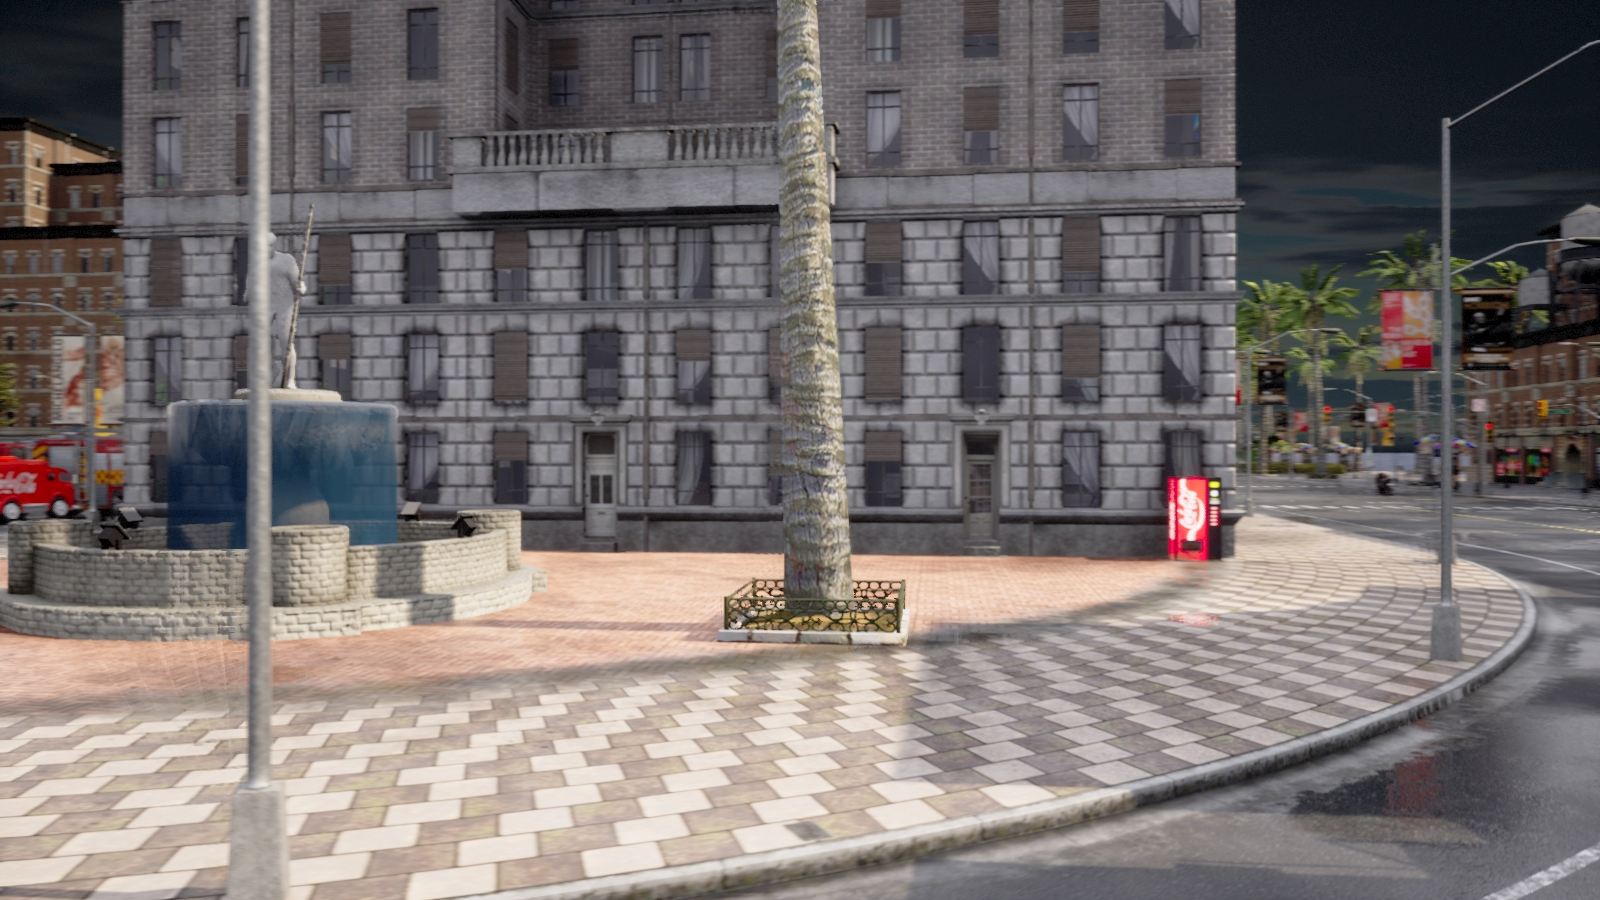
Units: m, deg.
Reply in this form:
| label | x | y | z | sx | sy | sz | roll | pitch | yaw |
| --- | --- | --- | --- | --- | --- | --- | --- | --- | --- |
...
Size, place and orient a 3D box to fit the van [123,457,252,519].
| label | x | y | z | sx | sy | sz | roll | pitch | yaw |
| --- | --- | --- | --- | --- | --- | --- | --- | --- | --- |
| van | -27.122 | 1.607 | 50.885 | 1.988 | 2.561 | 5.915 | 0 | 0 | 7 |

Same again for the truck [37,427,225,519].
| label | x | y | z | sx | sy | sz | roll | pitch | yaw |
| --- | --- | --- | --- | --- | --- | --- | --- | --- | --- |
| truck | -30.283 | 0.965 | 52.293 | 2.891 | 3.827 | 8.468 | 0 | 0 | 7 |

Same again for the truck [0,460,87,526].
| label | x | y | z | sx | sy | sz | roll | pitch | yaw |
| --- | --- | --- | --- | --- | --- | --- | --- | --- | --- |
| truck | -31.370 | 1.631 | 45.283 | 2.627 | 2.467 | 5.204 | 0 | 0 | 7 |
